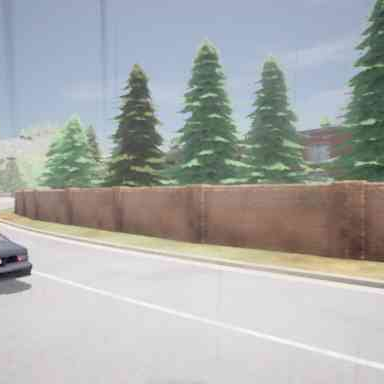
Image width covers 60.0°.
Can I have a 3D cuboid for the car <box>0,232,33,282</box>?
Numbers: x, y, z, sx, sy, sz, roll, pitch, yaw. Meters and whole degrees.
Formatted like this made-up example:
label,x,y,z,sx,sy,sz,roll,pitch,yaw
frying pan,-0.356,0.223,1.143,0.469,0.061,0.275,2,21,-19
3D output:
label,x,y,z,sx,sy,sz,roll,pitch,yaw
car,-6.259,1.596,8.954,5.357,1.411,2.033,0,0,40
